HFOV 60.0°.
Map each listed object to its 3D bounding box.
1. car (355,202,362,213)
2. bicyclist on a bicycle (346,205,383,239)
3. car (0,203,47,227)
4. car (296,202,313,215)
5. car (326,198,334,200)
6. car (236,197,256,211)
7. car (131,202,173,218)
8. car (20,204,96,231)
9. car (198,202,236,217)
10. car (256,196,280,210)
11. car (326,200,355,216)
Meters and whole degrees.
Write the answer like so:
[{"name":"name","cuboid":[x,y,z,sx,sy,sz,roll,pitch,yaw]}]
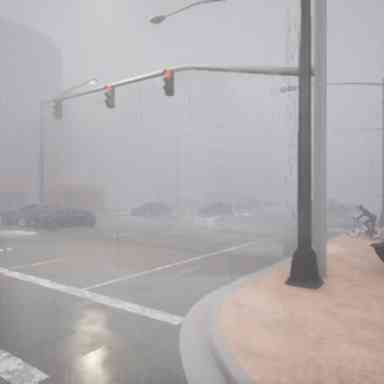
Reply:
[{"name":"car","cuboid":[23.171,2.188,47.717,2.128,1.511,4.902,0,-1,35]},{"name":"bicyclist on a bicycle","cuboid":[8.425,1.480,16.260,1.656,1.620,0.582,0,-1,35]},{"name":"car","cuboid":[-10.918,1.587,23.445,1.837,1.490,4.892,0,-1,35]},{"name":"car","cuboid":[14.569,2.010,41.412,1.882,1.535,5.008,0,-1,35]},{"name":"car","cuboid":[20.295,1.911,49.711,2.150,2.045,5.566,0,-1,35]},{"name":"car","cuboid":[8.638,1.801,51.352,2.150,2.045,5.566,0,-1,35]},{"name":"car","cuboid":[-3.975,1.721,33.408,1.882,1.535,5.008,0,-1,35]},{"name":"car","cuboid":[-8.220,1.650,21.192,1.994,1.385,4.181,0,0,35]},{"name":"car","cuboid":[2.586,1.830,36.696,1.882,1.535,5.008,0,-1,35]},{"name":"car","cuboid":[11.675,1.738,49.583,1.812,1.442,4.674,0,-1,35]},{"name":"car","cuboid":[17.219,2.024,39.092,2.128,1.511,4.902,0,-1,35]}]
